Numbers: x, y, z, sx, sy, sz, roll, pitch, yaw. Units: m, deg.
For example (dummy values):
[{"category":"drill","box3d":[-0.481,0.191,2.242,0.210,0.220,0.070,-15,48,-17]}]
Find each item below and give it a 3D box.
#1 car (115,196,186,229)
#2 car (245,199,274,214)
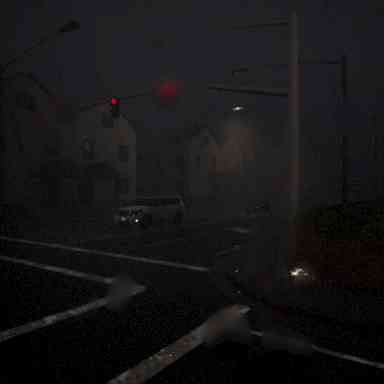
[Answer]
[{"category":"car","box3d":[-2.639,1.288,22.538,2.150,2.045,5.566,0,0,34]},{"category":"car","box3d":[7.594,1.571,37.306,1.837,1.490,4.892,0,0,35]}]
